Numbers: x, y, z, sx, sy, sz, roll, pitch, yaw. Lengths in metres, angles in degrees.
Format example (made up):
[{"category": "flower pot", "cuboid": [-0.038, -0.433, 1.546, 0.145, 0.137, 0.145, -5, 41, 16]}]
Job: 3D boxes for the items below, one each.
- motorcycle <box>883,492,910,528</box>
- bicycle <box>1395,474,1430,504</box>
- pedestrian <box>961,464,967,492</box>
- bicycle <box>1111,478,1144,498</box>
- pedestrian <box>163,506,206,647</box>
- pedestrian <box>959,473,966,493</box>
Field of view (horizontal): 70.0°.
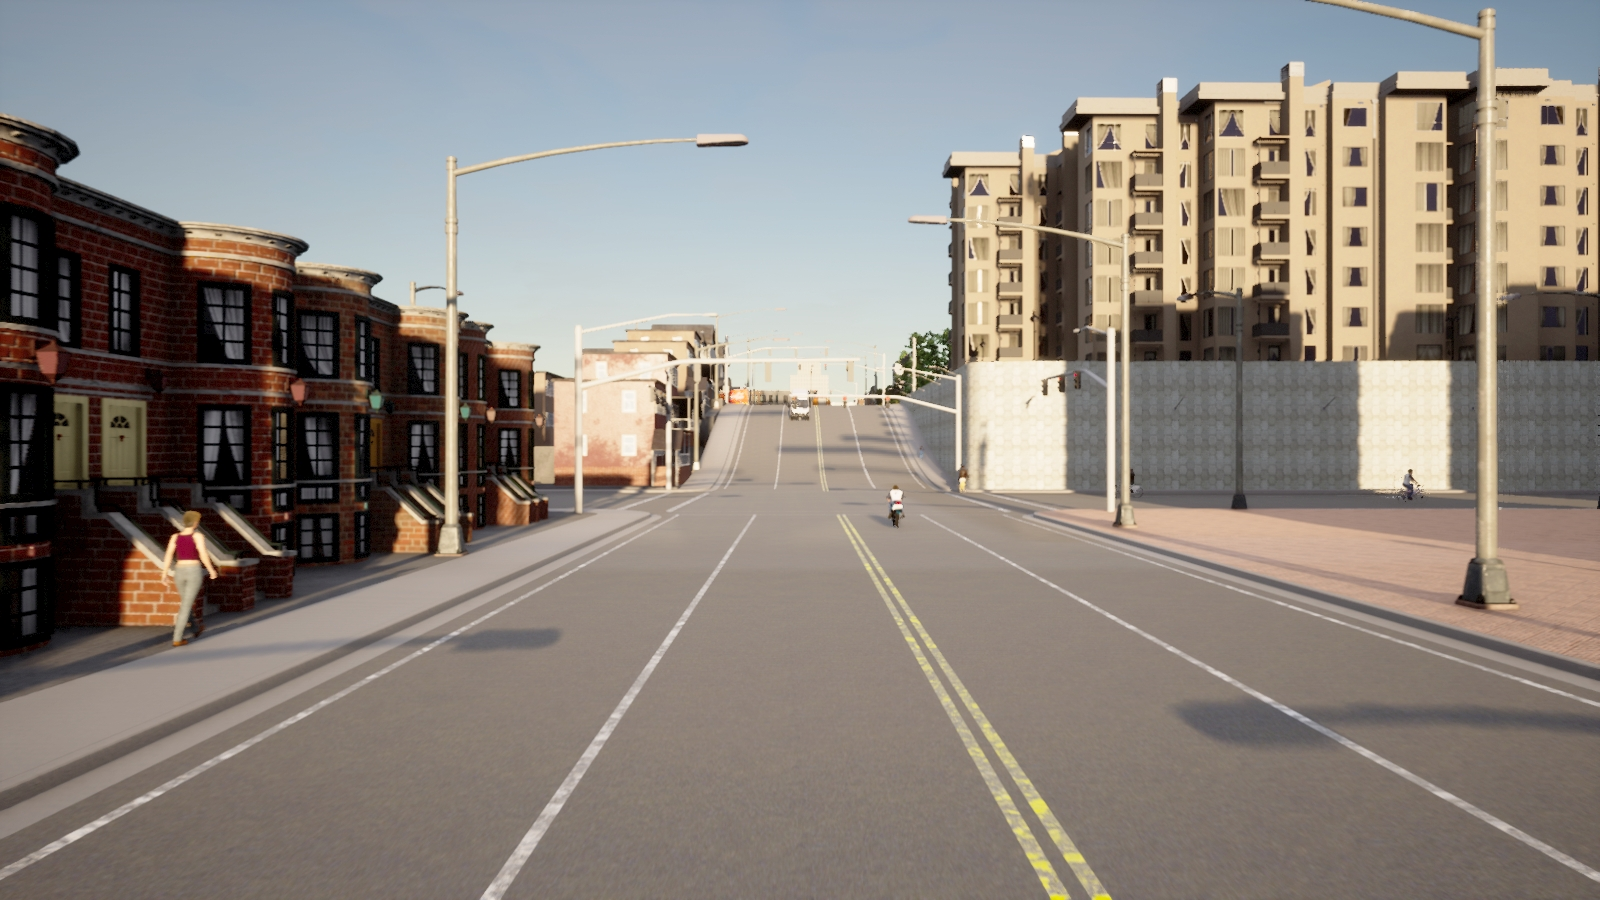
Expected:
[{"category": "motorcycle", "cuboid": [3.501, 2.177, 41.722, 0.803, 1.224, 2.033, 0, 0, 0]}, {"category": "bicycle", "cuboid": [32.075, 2.047, 59.840, 1.643, 1.521, 0.373, 0, 0, 0]}, {"category": "pedestrian", "cuboid": [10.926, 1.858, 76.168, 0.375, 1.860, 0.375, 0, 0, -3]}, {"category": "bicycle", "cuboid": [19.152, 2.237, 66.846, 1.835, 1.126, 0.329, 0, 0, 0]}, {"category": "pedestrian", "cuboid": [-8.343, 1.702, 15.494, 0.375, 1.860, 0.375, 0, 0, 4]}, {"category": "pedestrian", "cuboid": [10.453, 2.133, 73.473, 0.375, 1.300, 0.375, 0, 0, -6]}]
